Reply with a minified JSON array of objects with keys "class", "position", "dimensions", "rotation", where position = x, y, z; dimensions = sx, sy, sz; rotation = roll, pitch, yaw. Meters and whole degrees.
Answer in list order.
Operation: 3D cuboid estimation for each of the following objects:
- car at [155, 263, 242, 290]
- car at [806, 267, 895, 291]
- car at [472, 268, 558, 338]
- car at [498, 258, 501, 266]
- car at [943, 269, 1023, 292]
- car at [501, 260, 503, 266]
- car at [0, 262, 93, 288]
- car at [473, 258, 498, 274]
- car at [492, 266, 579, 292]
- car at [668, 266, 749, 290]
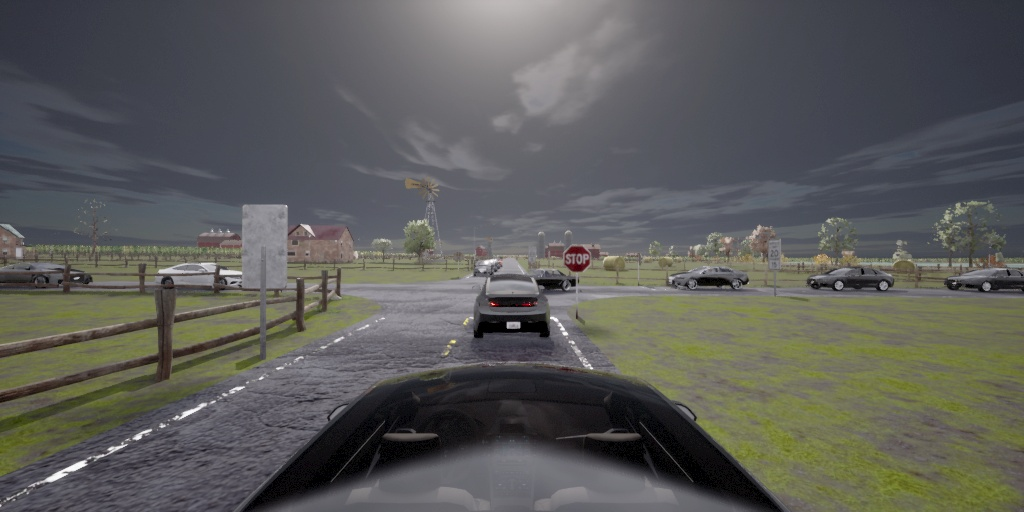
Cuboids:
[{"class":"car","position":[-17.242,1.103,20.162],"dimensions":[4.674,1.442,1.812],"rotation":[1,-1,-1]},{"class":"car","position":[22.201,1.499,23.648],"dimensions":[4.892,1.490,1.837],"rotation":[1,-1,-1]},{"class":"car","position":[-0.073,1.256,10.204],"dimensions":[1.837,1.490,4.892],"rotation":[0,0,-3]},{"class":"car","position":[-2.849,1.241,46.337],"dimensions":[2.128,1.511,4.902],"rotation":[0,0,0]},{"class":"car","position":[31.704,1.587,23.768],"dimensions":[4.892,1.490,1.837],"rotation":[1,-1,-1]},{"class":"car","position":[-2.817,1.240,55.879],"dimensions":[2.128,1.511,4.902],"rotation":[0,0,0]},{"class":"car","position":[-26.362,1.048,20.041],"dimensions":[4.181,1.385,1.994],"rotation":[1,-1,-1]},{"class":"car","position":[-2.856,1.243,36.891],"dimensions":[2.128,1.511,4.902],"rotation":[0,0,0]},{"class":"car","position":[1.501,1.369,20.250],"dimensions":[4.718,1.301,1.895],"rotation":[1,0,-35]},{"class":"car","position":[12.800,1.397,23.478],"dimensions":[4.902,1.511,2.128],"rotation":[1,-1,-2]}]
